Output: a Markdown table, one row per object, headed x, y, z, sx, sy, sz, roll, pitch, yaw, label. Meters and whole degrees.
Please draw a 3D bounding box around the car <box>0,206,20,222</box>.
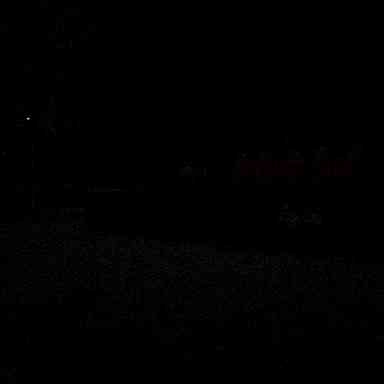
| x | y | z | sx | sy | sz | roll | pitch | yaw | label |
| --- | --- | --- | --- | --- | --- | --- | --- | --- | --- |
| -15.492 | 1.555 | 24.189 | 2.033 | 1.411 | 5.357 | -1 | 0 | 36 | car |
